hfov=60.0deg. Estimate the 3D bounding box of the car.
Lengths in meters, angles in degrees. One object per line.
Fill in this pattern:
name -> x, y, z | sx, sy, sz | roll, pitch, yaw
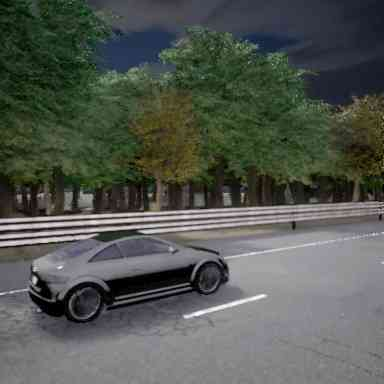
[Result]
car -> -1.212, 1.547, 7.181 | 4.181, 1.385, 1.994 | 0, 0, -35
